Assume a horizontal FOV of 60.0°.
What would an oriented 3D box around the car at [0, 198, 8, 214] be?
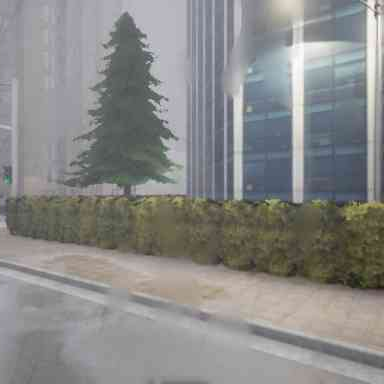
[{"bbox_3d":[-18.824,1.347,32.054,2.097,1.767,4.553,0,0,36],"label":"car"}]
